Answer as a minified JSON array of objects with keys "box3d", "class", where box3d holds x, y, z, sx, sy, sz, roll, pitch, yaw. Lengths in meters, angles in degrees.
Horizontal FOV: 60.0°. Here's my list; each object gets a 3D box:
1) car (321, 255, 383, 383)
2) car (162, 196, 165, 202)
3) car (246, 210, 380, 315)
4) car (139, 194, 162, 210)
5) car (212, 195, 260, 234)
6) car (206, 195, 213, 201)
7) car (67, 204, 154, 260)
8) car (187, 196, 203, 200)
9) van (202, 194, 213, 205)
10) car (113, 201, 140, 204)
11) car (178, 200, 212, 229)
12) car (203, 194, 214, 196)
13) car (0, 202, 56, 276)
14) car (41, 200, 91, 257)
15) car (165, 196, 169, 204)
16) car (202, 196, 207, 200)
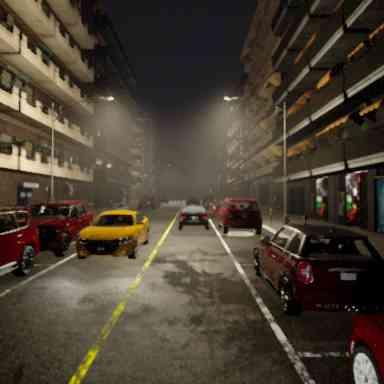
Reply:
[{"box3d":[2.583,1.538,1.905,1.887,1.381,4.507,1,0,0],"class":"car"},{"box3d":[-5.297,1.439,46.211,1.887,1.381,4.507,1,0,0],"class":"car"},{"box3d":[2.593,1.416,7.437,1.967,1.590,4.097,1,0,0],"class":"car"},{"box3d":[-5.291,1.215,40.680,2.192,1.841,5.009,1,0,0],"class":"car"},{"box3d":[2.555,1.258,18.498,2.192,1.841,5.009,1,0,0],"class":"car"},{"box3d":[2.552,1.358,29.562,1.967,1.590,4.097,1,0,0],"class":"car"},{"box3d":[-2.750,1.437,12.518,1.882,1.535,5.008,0,0,0],"class":"car"},{"box3d":[0.102,1.404,40.885,1.837,1.490,4.892,0,0,0],"class":"car"},{"box3d":[2.554,1.229,57.219,1.690,1.788,3.998,1,0,0],"class":"van"},{"box3d":[-5.297,1.495,24.091,1.947,1.339,4.313,1,0,0],"class":"car"},{"box3d":[0.101,1.484,21.029,2.033,1.411,5.357,0,0,0],"class":"car"},{"box3d":[2.555,1.205,51.687,2.192,1.841,5.009,1,0,0],"class":"car"},{"box3d":[-5.291,1.291,7.497,2.192,1.841,5.009,1,0,0],"class":"car"},{"box3d":[-5.291,1.274,13.027,2.192,1.841,5.009,1,0,0],"class":"car"},{"box3d":[-5.297,1.470,62.805,1.802,1.307,4.206,1,0,0],"class":"car"},{"box3d":[2.549,1.482,40.625,1.802,1.307,4.206,1,0,0],"class":"car"}]
